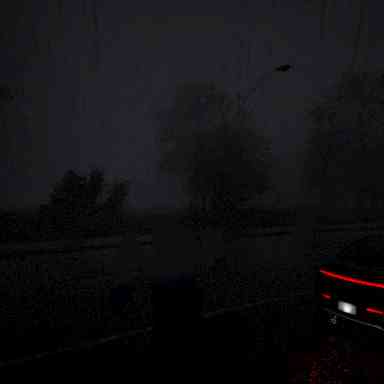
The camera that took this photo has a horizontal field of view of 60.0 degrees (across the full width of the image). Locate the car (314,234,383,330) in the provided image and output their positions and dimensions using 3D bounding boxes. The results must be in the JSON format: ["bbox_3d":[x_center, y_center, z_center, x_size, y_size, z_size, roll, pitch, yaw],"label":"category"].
[{"bbox_3d":[4.461,1.563,6.412,4.892,1.490,1.837,1,0,-32],"label":"car"}]
